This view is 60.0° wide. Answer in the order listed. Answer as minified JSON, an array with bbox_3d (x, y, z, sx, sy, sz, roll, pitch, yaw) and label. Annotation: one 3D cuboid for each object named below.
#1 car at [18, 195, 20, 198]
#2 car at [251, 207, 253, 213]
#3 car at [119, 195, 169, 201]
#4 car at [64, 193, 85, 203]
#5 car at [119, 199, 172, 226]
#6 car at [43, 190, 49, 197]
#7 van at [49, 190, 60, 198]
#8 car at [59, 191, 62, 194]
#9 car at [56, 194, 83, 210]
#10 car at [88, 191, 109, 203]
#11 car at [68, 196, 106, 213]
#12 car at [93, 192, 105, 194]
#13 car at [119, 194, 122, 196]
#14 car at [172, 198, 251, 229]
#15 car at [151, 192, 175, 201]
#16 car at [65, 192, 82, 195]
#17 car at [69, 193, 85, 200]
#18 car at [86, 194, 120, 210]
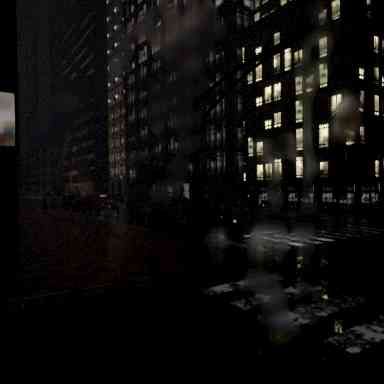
[{"bbox_3d":[-42.627,0.717,79.819,1.967,1.590,4.097,-1,1,-35],"label":"car"},{"bbox_3d":[3.037,1.278,28.305,1.752,1.417,4.829,-1,1,-35],"label":"car"},{"bbox_3d":[-4.212,1.315,28.671,1.837,1.490,4.892,-1,1,-35],"label":"car"},{"bbox_3d":[-20.519,1.008,57.961,2.033,1.411,5.357,-1,1,-35],"label":"car"},{"bbox_3d":[-2.957,1.455,22.353,2.008,1.369,4.403,-1,1,-35],"label":"car"},{"bbox_3d":[-35.745,0.688,84.600,2.008,1.369,4.403,-1,1,-35],"label":"car"},{"bbox_3d":[-32.542,0.531,79.954,1.690,1.788,3.998,-1,1,-35],"label":"van"},{"bbox_3d":[-26.136,0.733,70.668,1.967,1.590,4.097,-1,1,-35],"label":"car"},{"bbox_3d":[-13.794,1.289,38.016,2.008,1.369,4.403,-1,1,-35],"label":"car"},{"bbox_3d":[-16.022,0.795,56.731,2.097,1.767,4.553,-1,1,-35],"label":"car"},{"bbox_3d":[-10.590,1.354,33.372,1.947,1.339,4.313,-1,1,-35],"label":"car"},{"bbox_3d":[-15.006,1.053,49.956,1.837,1.490,4.892,-1,1,-34],"label":"car"},{"bbox_3d":[-12.037,1.009,51.015,1.837,1.490,4.892,-1,1,-35],"label":"car"},{"bbox_3d":[1.059,1.382,21.017,2.128,1.511,4.902,-1,1,-34],"label":"car"},{"bbox_3d":[-3.717,0.963,38.160,2.192,1.841,5.009,-1,1,-35],"label":"car"},{"bbox_3d":[-15.941,1.132,45.763,1.837,1.490,4.892,-1,1,-34],"label":"car"},{"bbox_3d":[-22.933,0.889,66.025,1.887,1.381,4.507,-1,1,-35],"label":"car"},{"bbox_3d":[-10.063,1.246,37.171,1.812,1.442,4.674,-1,1,-35],"label":"car"}]
